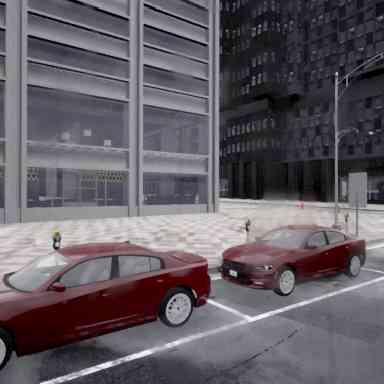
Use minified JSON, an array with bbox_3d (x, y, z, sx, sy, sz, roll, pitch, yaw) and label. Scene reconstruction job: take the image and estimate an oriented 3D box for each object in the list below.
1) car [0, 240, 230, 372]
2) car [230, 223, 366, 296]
[{"bbox_3d":[-1.755,1.545,5.416,4.507,1.381,1.887,0,0,-36],"label":"car"},{"bbox_3d":[2.736,1.545,8.635,4.507,1.381,1.887,0,0,-36],"label":"car"}]
